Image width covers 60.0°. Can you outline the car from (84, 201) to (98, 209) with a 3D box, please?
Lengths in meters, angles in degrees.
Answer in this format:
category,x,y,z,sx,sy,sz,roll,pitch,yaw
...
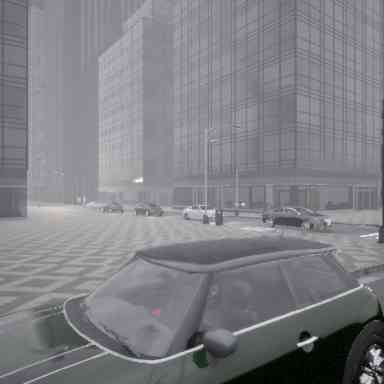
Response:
category,x,y,z,sx,sy,sz,roll,pitch,yaw
car,-18.541,2.459,62.266,1.812,1.442,4.674,0,-1,-36

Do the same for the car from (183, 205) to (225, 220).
category,x,y,z,sx,sy,sz,roll,pitch,yaw
car,0.951,1.870,29.957,1.812,1.442,4.674,0,-1,-36

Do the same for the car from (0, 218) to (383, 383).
category,x,y,z,sx,sy,sz,roll,pitch,yaw
car,-0.021,1.352,3.363,4.553,1.767,2.097,0,0,-36

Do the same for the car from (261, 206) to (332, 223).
category,x,y,z,sx,sy,sz,roll,pitch,yaw
car,6.784,1.683,21.902,2.128,1.511,4.902,0,-1,-35

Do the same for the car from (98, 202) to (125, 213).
category,x,y,z,sx,sy,sz,roll,pitch,yaw
car,-11.156,2.169,46.732,1.837,1.490,4.892,0,-1,-35

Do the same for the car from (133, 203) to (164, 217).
category,x,y,z,sx,sy,sz,roll,pitch,yaw
car,-5.088,2.007,38.293,1.837,1.490,4.892,0,-1,-36
